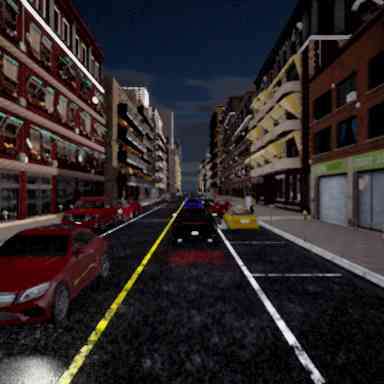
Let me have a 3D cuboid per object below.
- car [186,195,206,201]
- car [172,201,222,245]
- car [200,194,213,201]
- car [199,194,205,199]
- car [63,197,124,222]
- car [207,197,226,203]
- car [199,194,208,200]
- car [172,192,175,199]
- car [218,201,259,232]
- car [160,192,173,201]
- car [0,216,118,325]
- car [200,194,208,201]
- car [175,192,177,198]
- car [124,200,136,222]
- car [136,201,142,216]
[{"bbox_3d":[0.122,1.340,32.057,1.882,1.535,5.008,0,0,0],"label":"car"},{"bbox_3d":[0.122,1.413,15.219,1.882,1.535,5.008,0,0,0],"label":"car"},{"bbox_3d":[2.728,1.324,52.924,2.008,1.369,4.403,0,0,0],"label":"car"},{"bbox_3d":[2.757,1.180,92.377,1.802,1.307,4.206,0,0,0],"label":"car"},{"bbox_3d":[-5.676,1.232,19.116,2.192,1.841,5.009,0,0,0],"label":"car"},{"bbox_3d":[2.711,1.415,30.379,1.887,1.381,4.507,0,0,0],"label":"car"},{"bbox_3d":[2.748,1.214,81.105,1.947,1.339,4.313,0,0,0],"label":"car"},{"bbox_3d":[-5.637,1.222,75.479,2.008,1.369,4.403,0,0,0],"label":"car"},{"bbox_3d":[2.704,1.444,19.277,1.752,1.417,4.829,0,0,0],"label":"car"},{"bbox_3d":[-5.640,1.247,69.842,2.008,1.369,4.403,0,0,0],"label":"car"},{"bbox_3d":[-3.096,1.494,7.170,1.812,1.442,4.674,0,0,0],"label":"car"},{"bbox_3d":[2.745,1.198,75.638,1.752,1.417,4.829,0,0,0],"label":"car"},{"bbox_3d":[-5.628,1.165,86.751,1.887,1.381,4.507,0,0,0],"label":"car"},{"bbox_3d":[-5.673,1.333,24.752,1.967,1.590,4.097,0,0,0],"label":"car"},{"bbox_3d":[-5.669,1.413,30.390,1.887,1.381,4.507,0,0,0],"label":"car"}]
